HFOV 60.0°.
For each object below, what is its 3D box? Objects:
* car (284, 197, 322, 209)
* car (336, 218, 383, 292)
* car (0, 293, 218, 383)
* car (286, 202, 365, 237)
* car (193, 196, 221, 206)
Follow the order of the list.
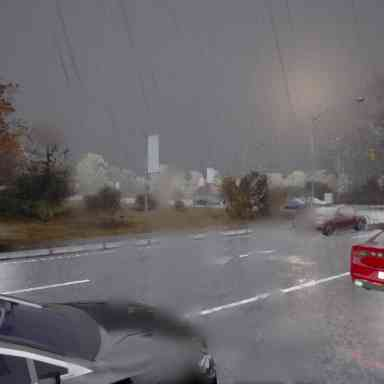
[{"bbox_3d":[11.132,1.334,37.020,2.033,1.411,5.357,-1,0,-39],"label":"car"},{"bbox_3d":[5.726,1.445,7.825,5.008,1.535,1.882,0,0,-35],"label":"car"},{"bbox_3d":[-1.990,1.492,2.310,4.902,1.511,2.128,0,0,-35],"label":"car"},{"bbox_3d":[7.448,1.436,17.757,4.674,1.442,1.812,-1,0,-34],"label":"car"},{"bbox_3d":[2.131,1.295,48.249,1.837,1.490,4.892,-1,1,-39],"label":"car"}]
